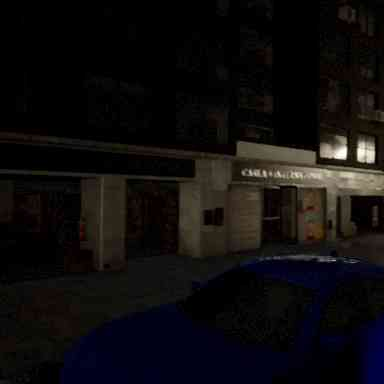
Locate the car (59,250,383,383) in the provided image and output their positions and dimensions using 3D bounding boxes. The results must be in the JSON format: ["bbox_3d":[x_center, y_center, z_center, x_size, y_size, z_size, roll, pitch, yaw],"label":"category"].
[{"bbox_3d":[1.136,1.508,3.759,5.008,1.535,1.882,1,0,-36],"label":"car"}]
